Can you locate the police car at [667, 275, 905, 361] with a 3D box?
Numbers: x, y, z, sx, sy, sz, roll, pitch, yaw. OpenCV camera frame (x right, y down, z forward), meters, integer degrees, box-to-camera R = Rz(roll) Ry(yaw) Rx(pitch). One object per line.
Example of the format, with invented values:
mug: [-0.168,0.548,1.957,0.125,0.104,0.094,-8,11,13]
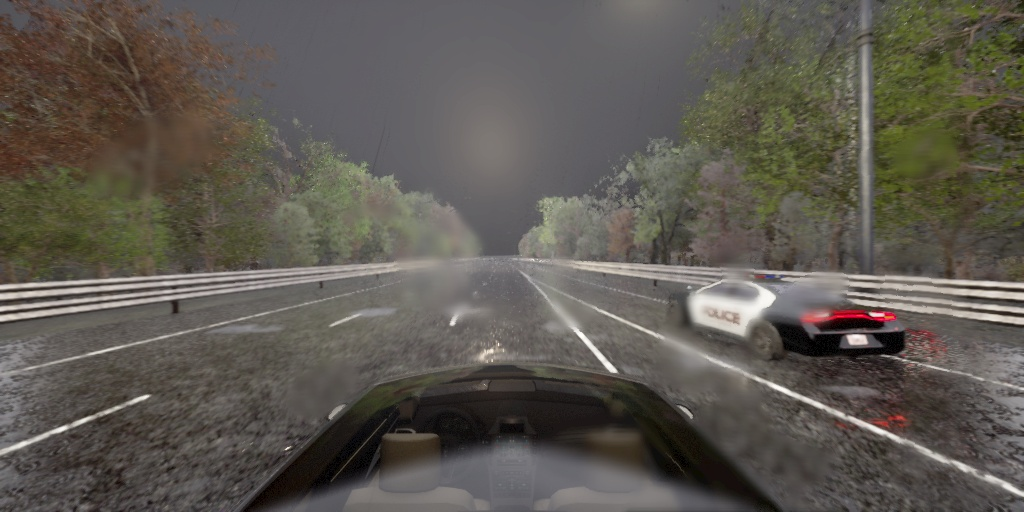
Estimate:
police car: [5.539,1.223,8.398,2.038,1.542,4.974,0,0,-6]
